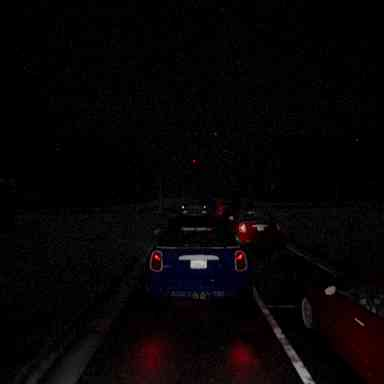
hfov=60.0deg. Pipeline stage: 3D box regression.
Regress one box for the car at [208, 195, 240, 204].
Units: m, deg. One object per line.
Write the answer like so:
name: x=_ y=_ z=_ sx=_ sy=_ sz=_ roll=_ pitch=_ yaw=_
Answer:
car: x=2.680 y=1.325 z=25.536 sx=2.192 sy=1.841 sz=5.009 roll=-1 pitch=0 yaw=0

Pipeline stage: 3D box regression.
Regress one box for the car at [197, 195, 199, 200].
car: x=2.795 y=1.659 z=78.928 sx=2.008 sy=1.369 sz=4.403 roll=-1 pitch=0 yaw=0

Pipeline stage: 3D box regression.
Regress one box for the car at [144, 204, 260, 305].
car: x=0.092 y=1.352 z=8.254 sx=2.097 sy=1.767 sz=4.553 roll=0 pitch=0 yaw=-1

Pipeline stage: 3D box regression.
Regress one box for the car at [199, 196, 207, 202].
car: x=2.806 y=1.669 z=84.335 sx=1.887 sy=1.381 sz=4.507 roll=-1 pitch=0 yaw=0

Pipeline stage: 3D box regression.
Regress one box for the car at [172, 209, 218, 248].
car: x=0.128 y=1.603 z=15.820 sx=1.895 sy=1.301 sz=4.718 roll=0 pitch=0 yaw=0

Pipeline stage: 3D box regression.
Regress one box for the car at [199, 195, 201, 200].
car: x=2.746 y=1.370 z=57.303 sx=2.192 sy=1.841 sz=5.009 roll=-1 pitch=0 yaw=0

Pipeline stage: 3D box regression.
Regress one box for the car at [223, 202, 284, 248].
car: x=2.659 y=1.442 z=14.731 sx=1.967 sy=1.590 sz=4.097 roll=-1 pitch=0 yaw=0

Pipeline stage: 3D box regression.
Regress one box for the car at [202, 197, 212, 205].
car: x=2.761 y=1.648 z=62.709 sx=1.802 sy=1.307 sz=4.206 roll=-1 pitch=0 yaw=0

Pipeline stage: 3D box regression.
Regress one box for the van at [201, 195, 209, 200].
van: x=2.735 y=1.385 z=51.897 sx=1.690 sy=1.788 sz=3.998 roll=-1 pitch=0 yaw=0

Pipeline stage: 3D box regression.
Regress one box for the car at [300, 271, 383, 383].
car: x=2.638 y=1.582 z=3.926 sx=1.802 sy=1.307 sz=4.206 roll=-1 pitch=0 yaw=0

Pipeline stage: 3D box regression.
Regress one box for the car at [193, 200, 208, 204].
car: x=0.157 y=1.574 z=25.832 sx=1.994 sy=1.385 sz=4.181 roll=0 pitch=0 yaw=-1
